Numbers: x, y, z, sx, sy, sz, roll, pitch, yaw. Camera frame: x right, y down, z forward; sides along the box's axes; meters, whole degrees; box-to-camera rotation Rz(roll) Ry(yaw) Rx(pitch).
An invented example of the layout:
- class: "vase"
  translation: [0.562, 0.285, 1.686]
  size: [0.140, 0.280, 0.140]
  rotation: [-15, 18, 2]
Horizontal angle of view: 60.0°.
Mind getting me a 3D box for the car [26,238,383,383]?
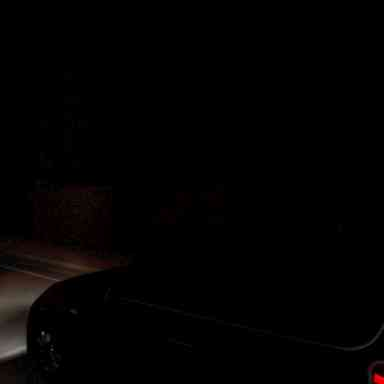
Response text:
- class: "car"
  translation: [0.030, 1.351, 3.963]
  size: [4.553, 1.767, 2.097]
  rotation: [0, 0, 35]
